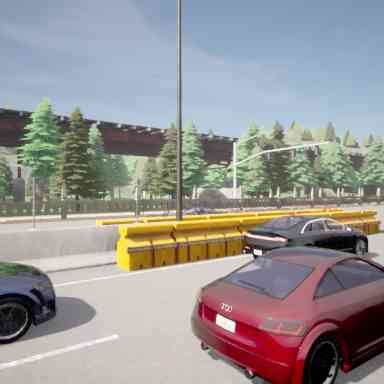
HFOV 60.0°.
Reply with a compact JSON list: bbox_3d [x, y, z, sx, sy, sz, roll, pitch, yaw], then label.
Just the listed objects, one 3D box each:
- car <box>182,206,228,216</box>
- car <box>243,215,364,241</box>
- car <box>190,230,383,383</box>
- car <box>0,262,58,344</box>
[{"bbox_3d":[-0.274,1.492,16.709,4.902,1.511,2.128,0,0,-36],"label":"car"},{"bbox_3d":[3.829,1.491,10.786,4.902,1.511,2.128,0,0,-36],"label":"car"},{"bbox_3d":[2.041,1.564,5.208,4.181,1.385,1.994,0,0,-35],"label":"car"},{"bbox_3d":[-4.292,1.564,4.981,4.181,1.385,1.994,0,0,-36],"label":"car"}]
